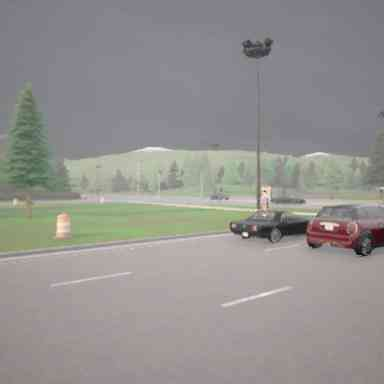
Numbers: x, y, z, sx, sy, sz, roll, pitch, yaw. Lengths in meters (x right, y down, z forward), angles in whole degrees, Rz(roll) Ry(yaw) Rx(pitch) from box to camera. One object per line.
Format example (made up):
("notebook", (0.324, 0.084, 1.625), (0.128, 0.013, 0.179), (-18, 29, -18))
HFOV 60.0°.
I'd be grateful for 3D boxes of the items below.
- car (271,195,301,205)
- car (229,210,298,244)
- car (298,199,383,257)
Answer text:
("car", (14.373, 1.155, 49.846), (2.033, 1.411, 5.357), (-1, 0, -35))
("car", (4.060, 1.484, 15.288), (4.718, 1.301, 1.895), (-1, 0, -35))
("car", (6.463, 1.231, 12.702), (4.553, 1.767, 2.097), (-1, 0, -35))
